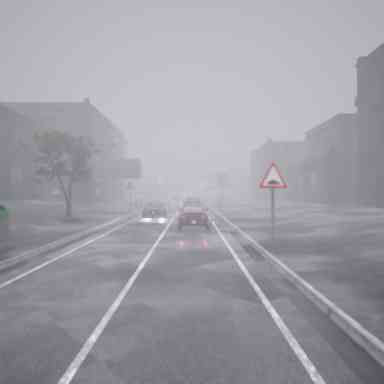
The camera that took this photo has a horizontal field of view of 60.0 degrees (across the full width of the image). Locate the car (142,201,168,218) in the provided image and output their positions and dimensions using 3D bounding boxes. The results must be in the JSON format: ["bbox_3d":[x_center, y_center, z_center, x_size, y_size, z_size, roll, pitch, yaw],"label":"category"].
[{"bbox_3d":[-3.120,1.470,28.840,1.994,1.385,4.181,0,0,0],"label":"car"}]

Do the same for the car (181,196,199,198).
[{"bbox_3d":[0.066,1.210,38.804,2.097,1.767,4.553,0,0,0],"label":"car"}]

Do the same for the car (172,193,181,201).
[{"bbox_3d":[-3.059,1.094,69.427,1.837,1.490,4.892,0,1,0],"label":"car"}]

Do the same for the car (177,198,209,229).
[{"bbox_3d":[0.078,1.424,20.958,1.812,1.442,4.674,0,2,0],"label":"car"}]
